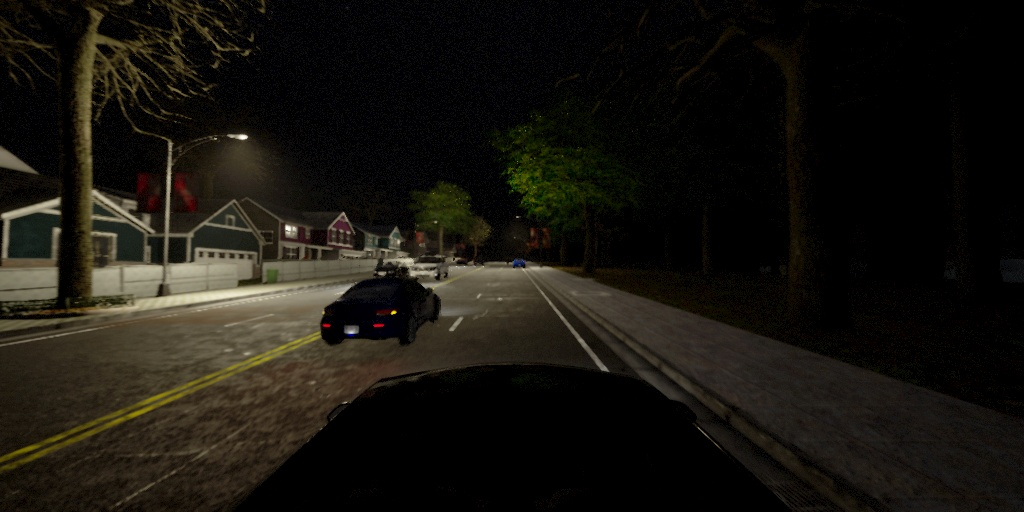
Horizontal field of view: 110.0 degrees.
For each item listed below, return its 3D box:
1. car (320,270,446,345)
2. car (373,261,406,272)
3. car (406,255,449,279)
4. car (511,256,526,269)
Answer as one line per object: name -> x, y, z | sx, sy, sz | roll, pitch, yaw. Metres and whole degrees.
car -> -3.149, 1.272, 9.336 | 1.812, 1.442, 4.674 | 0, 0, 0
car -> -9.849, 1.206, 29.575 | 2.128, 1.511, 4.902 | 0, 0, 0
car -> -6.602, 0.936, 29.363 | 2.150, 2.045, 5.566 | 0, 0, 0
car -> 1.128, 1.178, 55.769 | 1.882, 1.535, 5.008 | 0, 0, 0
